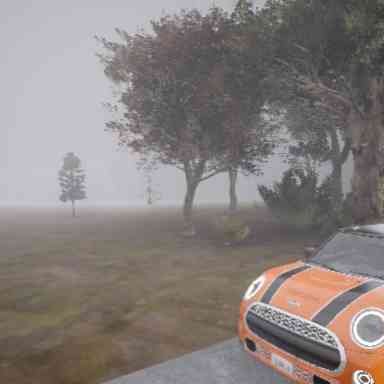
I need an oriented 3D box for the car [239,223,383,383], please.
[{"bbox_3d":[2.870,1.315,4.966,4.553,1.767,2.097,0,1,-34],"label":"car"}]
